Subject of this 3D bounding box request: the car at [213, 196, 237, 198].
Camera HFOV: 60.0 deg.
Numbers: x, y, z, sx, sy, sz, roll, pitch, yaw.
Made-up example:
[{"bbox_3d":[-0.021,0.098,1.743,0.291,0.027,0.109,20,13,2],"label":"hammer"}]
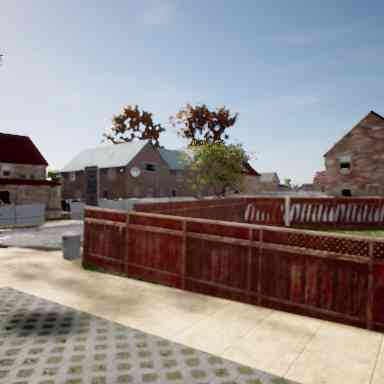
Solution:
[{"bbox_3d":[3.228,1.109,28.668,2.097,1.767,4.553,-2,0,36],"label":"car"}]
